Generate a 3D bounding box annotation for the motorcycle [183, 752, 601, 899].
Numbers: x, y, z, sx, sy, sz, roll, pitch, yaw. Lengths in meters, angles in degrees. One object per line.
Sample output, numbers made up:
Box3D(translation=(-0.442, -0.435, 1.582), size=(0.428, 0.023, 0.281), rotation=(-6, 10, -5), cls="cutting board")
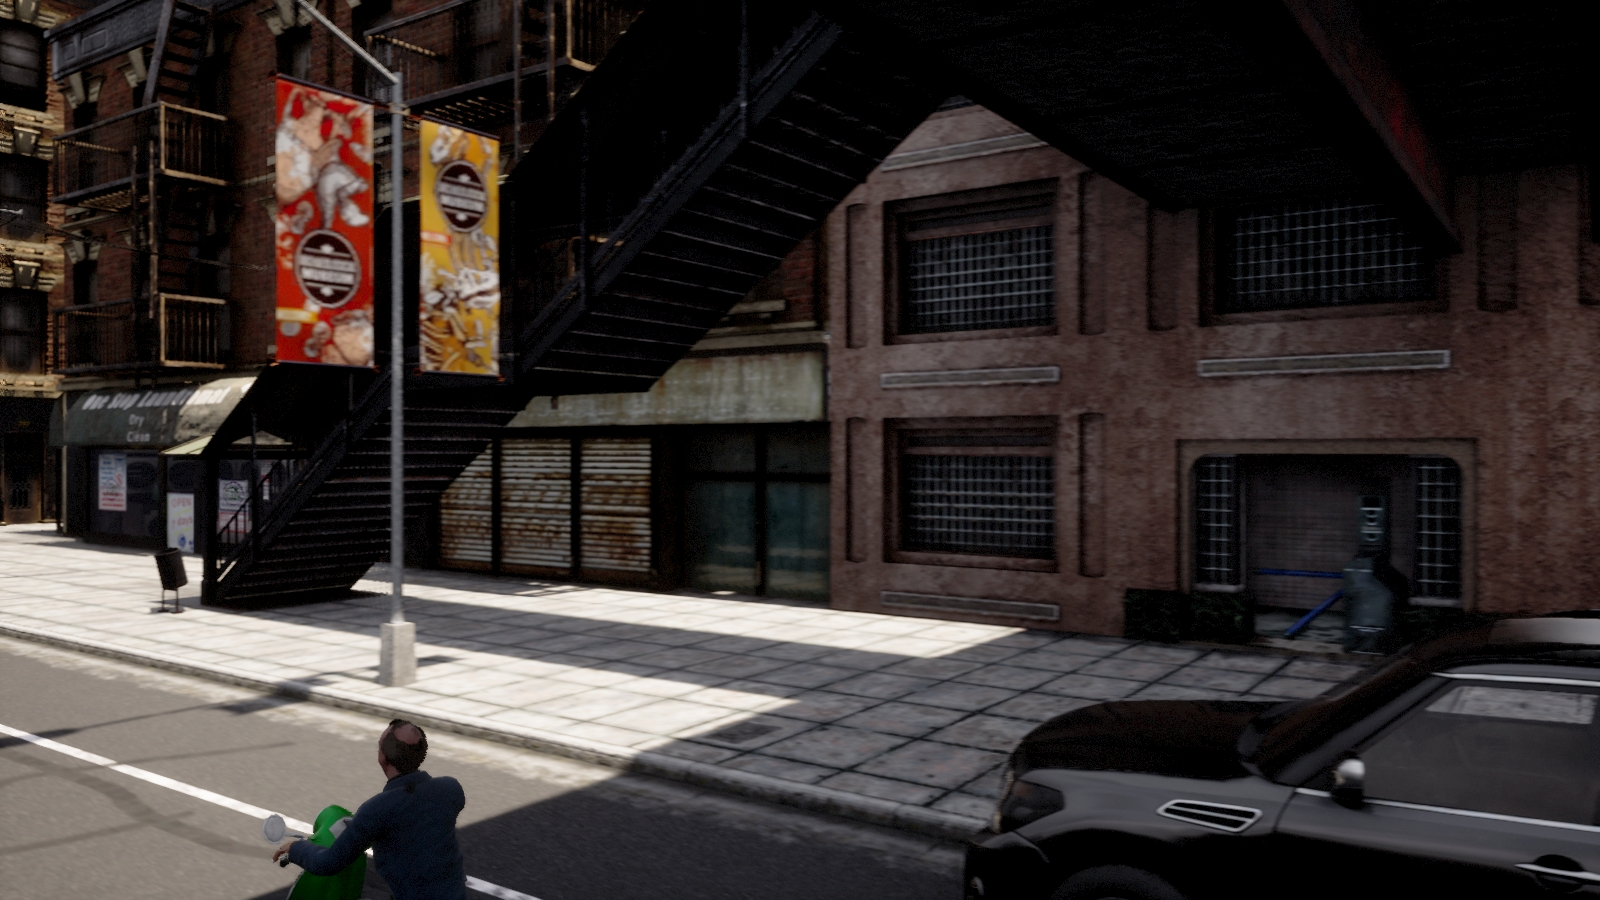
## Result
Box3D(translation=(-1.835, 2.182, 5.057), size=(1.805, 1.236, 0.856), rotation=(0, 0, 35), cls="motorcycle")
